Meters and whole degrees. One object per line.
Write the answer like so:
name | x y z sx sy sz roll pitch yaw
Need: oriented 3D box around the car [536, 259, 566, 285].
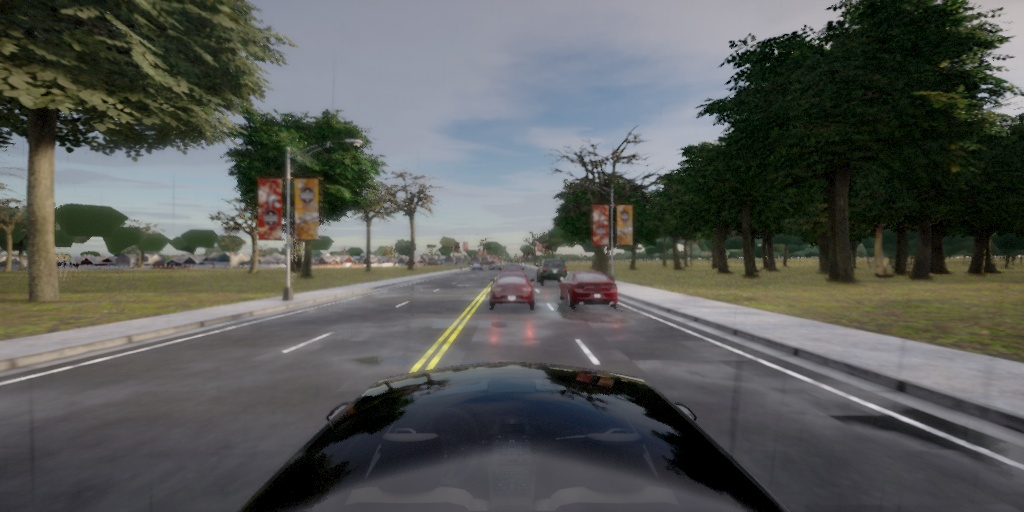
car | 3.237 1.275 29.435 2.150 2.045 5.566 0 0 0

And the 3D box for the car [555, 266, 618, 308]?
car | 3.269 1.379 16.093 1.882 1.535 5.008 0 0 0

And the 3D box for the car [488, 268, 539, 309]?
car | 0.016 1.424 15.753 1.812 1.442 4.674 0 0 1

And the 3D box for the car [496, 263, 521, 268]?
car | -0.001 1.411 30.270 2.097 1.767 4.553 0 -1 1
